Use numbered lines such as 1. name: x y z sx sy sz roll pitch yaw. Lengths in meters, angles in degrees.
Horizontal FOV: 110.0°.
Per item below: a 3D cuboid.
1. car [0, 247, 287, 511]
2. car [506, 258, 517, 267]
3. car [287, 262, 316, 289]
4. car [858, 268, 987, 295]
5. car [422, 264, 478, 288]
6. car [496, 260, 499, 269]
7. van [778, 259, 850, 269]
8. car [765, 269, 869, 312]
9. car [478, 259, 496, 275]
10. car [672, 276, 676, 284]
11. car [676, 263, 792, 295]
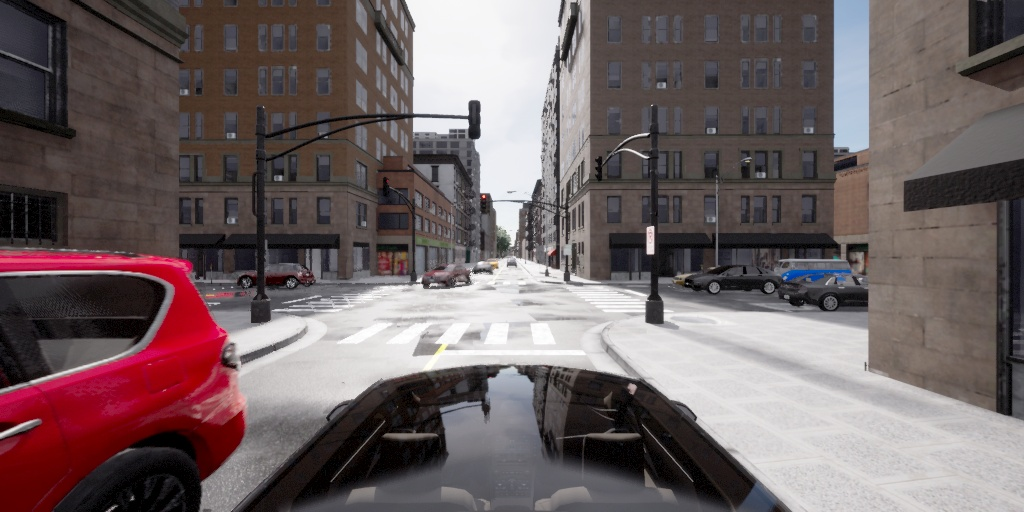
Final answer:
1. car: -3.099 0.971 0.410 2.150 2.045 5.566 0 0 0
2. car: -0.038 1.260 63.733 2.033 1.411 5.357 0 0 0
3. car: -14.615 1.172 22.251 4.097 1.591 1.967 0 0 1
4. car: 21.951 1.346 19.324 4.718 1.301 1.895 0 0 1
5. car: -4.220 1.269 24.071 1.812 1.442 4.674 0 0 17
6. car: -3.120 1.199 56.003 1.882 1.535 5.008 0 0 0
7. van: 18.249 1.080 21.929 3.998 1.789 1.690 0 0 1
8. car: 12.514 1.305 13.460 4.403 1.370 2.007 0 0 1
9. car: -3.123 1.301 39.671 1.994 1.385 4.181 0 0 0
10. car: 12.410 1.264 21.986 4.829 1.417 1.751 0 0 1
11. car: 11.918 1.248 19.434 4.892 1.490 1.837 0 0 -1
